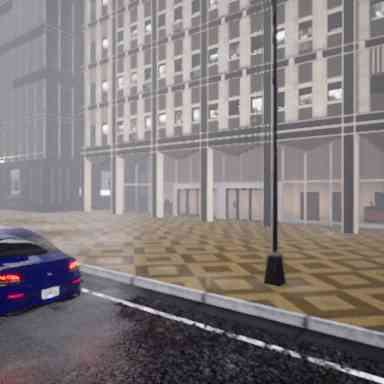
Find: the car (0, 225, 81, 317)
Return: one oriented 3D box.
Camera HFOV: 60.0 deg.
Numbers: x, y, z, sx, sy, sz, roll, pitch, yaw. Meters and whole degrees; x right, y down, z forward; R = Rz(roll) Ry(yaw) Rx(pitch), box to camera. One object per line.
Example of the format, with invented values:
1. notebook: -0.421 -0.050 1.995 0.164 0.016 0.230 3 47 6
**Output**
1. car: -4.132 1.406 6.660 4.674 1.442 1.812 1 1 35
